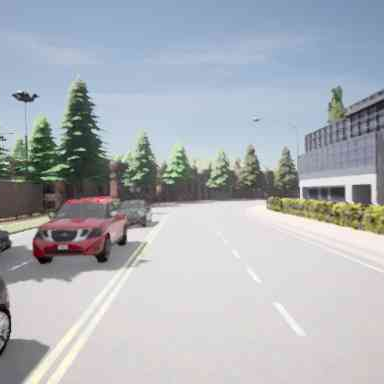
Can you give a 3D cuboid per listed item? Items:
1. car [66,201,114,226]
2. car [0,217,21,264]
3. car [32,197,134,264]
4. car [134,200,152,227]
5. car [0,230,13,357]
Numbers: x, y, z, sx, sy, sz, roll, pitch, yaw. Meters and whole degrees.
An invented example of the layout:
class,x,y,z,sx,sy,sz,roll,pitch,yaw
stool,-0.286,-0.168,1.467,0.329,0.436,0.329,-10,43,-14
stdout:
class,x,y,z,sx,sy,sz,roll,pitch,yaw
car,-7.487,1.552,25.007,2.128,1.511,4.902,-1,0,0
car,-7.251,1.648,9.487,2.033,1.411,5.357,-1,0,-1
car,-3.821,1.253,12.467,2.150,2.045,5.566,-1,0,-1
car,-3.964,1.357,22.672,2.097,1.767,4.553,-1,0,0
car,-3.618,1.408,2.877,2.097,1.767,4.553,-1,0,-1
